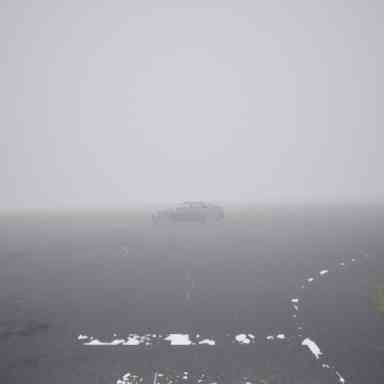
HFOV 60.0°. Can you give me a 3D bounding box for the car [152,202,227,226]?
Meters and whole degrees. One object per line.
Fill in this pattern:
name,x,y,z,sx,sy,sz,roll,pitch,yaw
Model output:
car,-0.183,1.393,21.879,4.902,1.511,2.128,-1,1,0
